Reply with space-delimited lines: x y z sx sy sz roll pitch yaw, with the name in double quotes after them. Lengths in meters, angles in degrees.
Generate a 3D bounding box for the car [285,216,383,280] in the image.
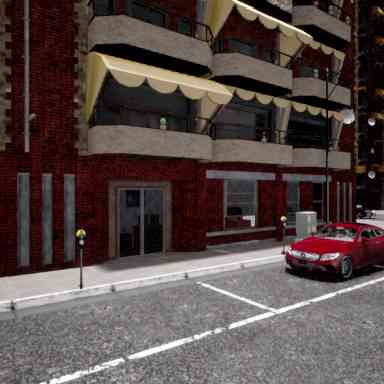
4.594 1.582 9.888 4.206 1.307 1.802 0 0 -35 "car"

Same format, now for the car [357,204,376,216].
15.537 1.806 32.935 2.128 1.511 4.902 0 -1 -36 "car"
